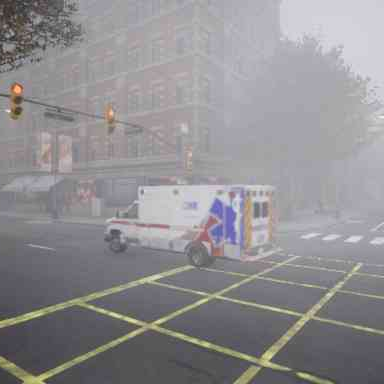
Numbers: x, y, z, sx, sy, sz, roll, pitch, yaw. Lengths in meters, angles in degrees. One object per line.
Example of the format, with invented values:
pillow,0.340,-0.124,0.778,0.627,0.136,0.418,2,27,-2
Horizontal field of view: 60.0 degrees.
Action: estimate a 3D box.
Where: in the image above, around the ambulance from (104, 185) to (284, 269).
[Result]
ambulance,-0.307,1.031,11.443,6.366,2.431,2.351,0,0,36
